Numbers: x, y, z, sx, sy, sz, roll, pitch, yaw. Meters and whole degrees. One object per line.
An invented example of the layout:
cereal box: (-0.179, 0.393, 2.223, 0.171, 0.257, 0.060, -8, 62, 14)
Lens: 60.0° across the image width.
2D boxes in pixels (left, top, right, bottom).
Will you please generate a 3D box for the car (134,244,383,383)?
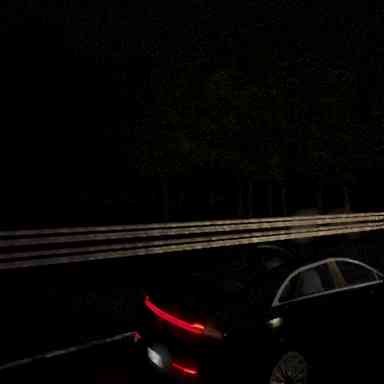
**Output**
car: (1.587, 1.534, 4.876, 4.902, 1.511, 2.128, 1, 0, -35)
